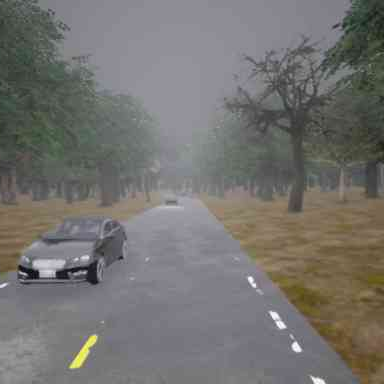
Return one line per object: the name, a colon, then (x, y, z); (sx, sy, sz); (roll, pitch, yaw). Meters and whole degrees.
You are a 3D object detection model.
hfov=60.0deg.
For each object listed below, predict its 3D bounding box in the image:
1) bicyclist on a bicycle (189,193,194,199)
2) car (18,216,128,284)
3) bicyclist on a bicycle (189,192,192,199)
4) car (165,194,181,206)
bicyclist on a bicycle: (0.089, 0.998, 80.850); (0.866, 1.612, 1.509); (0, 0, -2)
car: (-3.101, 1.475, 9.581); (2.128, 1.511, 4.902); (0, 0, 0)
bicyclist on a bicycle: (-0.469, 0.943, 89.907); (0.582, 1.620, 1.656); (0, 0, -4)
car: (-3.081, 1.377, 51.088); (1.895, 1.301, 4.718); (0, 0, 0)
